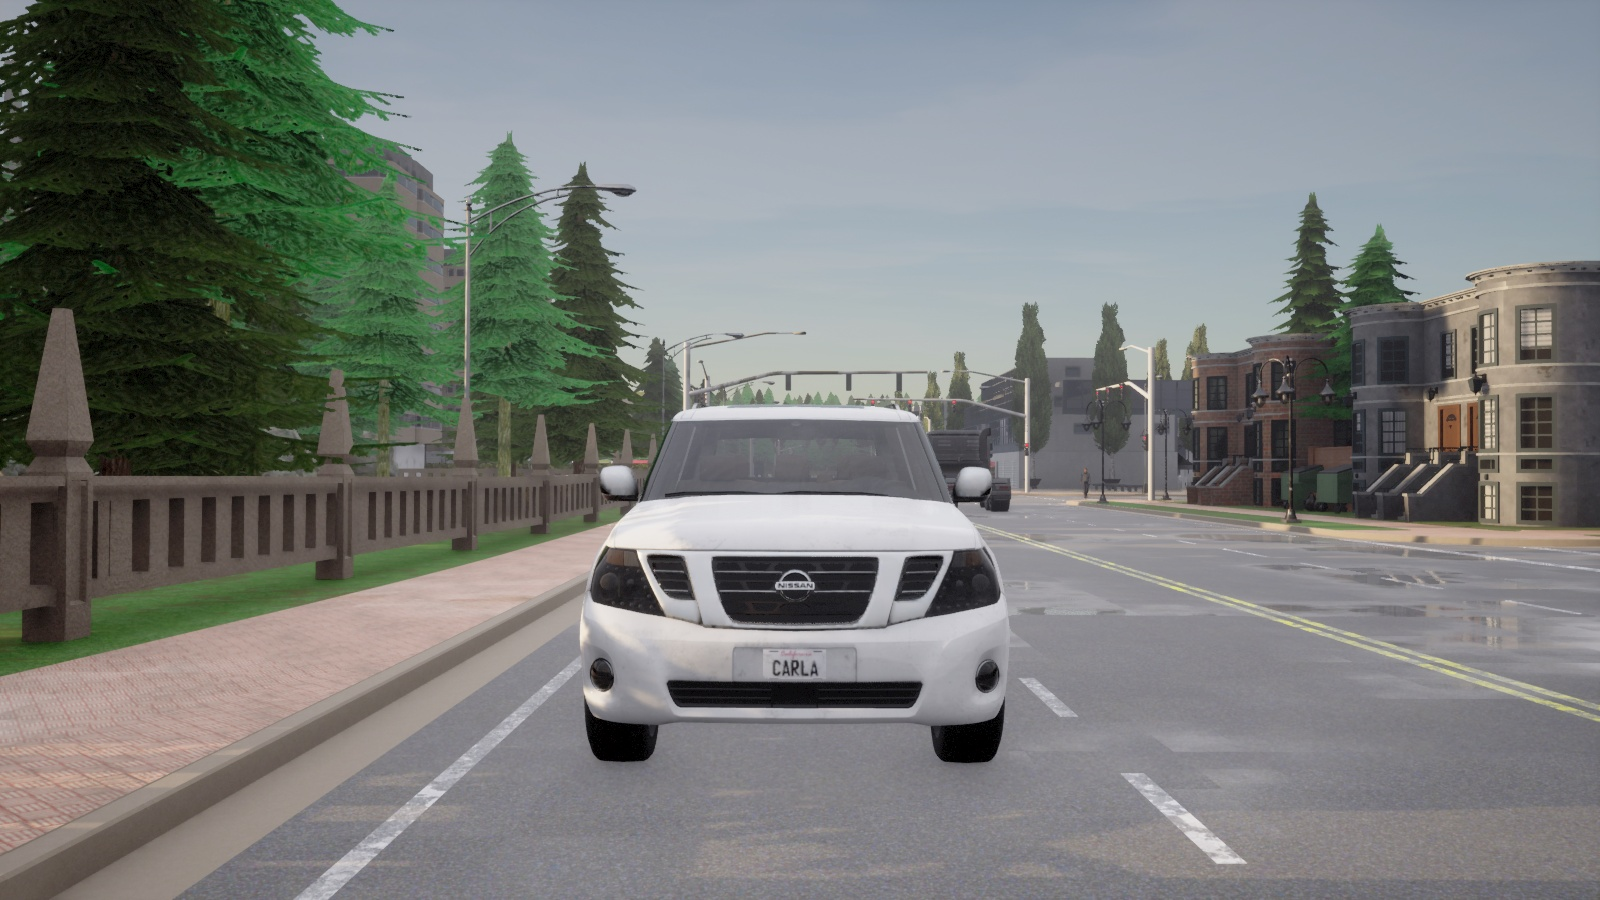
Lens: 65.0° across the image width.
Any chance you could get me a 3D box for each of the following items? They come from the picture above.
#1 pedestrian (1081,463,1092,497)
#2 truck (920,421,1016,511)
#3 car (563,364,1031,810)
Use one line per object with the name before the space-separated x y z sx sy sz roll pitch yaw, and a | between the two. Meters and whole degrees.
pedestrian | 16.503 1.750 72.391 0.423 1.949 0.788 0 -1 2
truck | 6.852 0.681 52.272 2.891 3.462 7.936 0 -1 0
car | -0.025 0.677 8.577 2.150 2.045 5.566 0 -1 0
